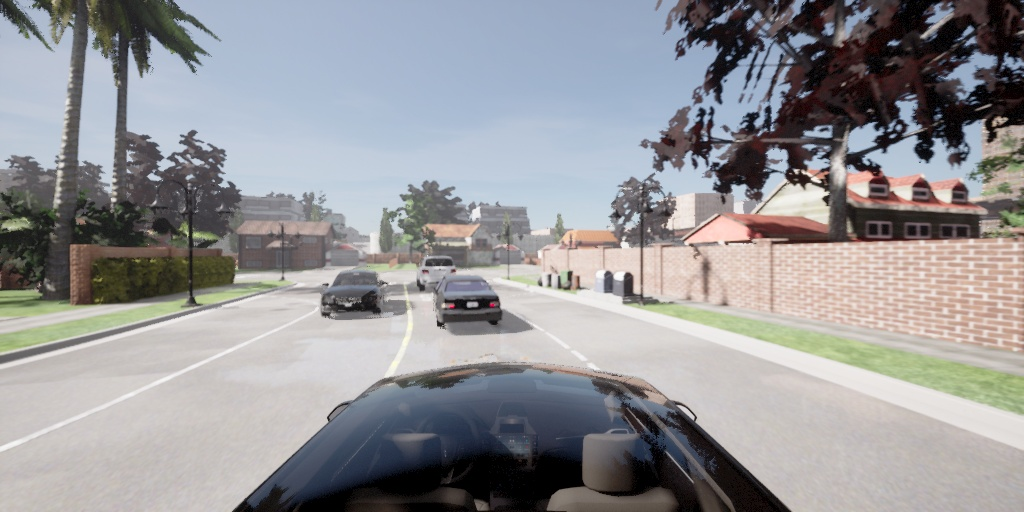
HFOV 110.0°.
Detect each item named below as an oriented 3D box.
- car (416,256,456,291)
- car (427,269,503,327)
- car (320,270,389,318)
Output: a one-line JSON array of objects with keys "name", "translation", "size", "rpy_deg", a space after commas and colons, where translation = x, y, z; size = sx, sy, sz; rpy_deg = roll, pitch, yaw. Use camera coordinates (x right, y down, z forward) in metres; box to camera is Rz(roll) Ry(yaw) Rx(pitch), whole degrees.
[{"name": "car", "translation": [-4.792, 1.028, 22.618], "size": [2.150, 2.045, 5.566], "rpy_deg": [0, 0, -17]}, {"name": "car", "translation": [-1.621, 1.320, 11.774], "size": [2.033, 1.411, 5.357], "rpy_deg": [0, 0, -14]}, {"name": "car", "translation": [-5.816, 1.301, 13.562], "size": [1.837, 1.490, 4.892], "rpy_deg": [0, 0, -17]}]
